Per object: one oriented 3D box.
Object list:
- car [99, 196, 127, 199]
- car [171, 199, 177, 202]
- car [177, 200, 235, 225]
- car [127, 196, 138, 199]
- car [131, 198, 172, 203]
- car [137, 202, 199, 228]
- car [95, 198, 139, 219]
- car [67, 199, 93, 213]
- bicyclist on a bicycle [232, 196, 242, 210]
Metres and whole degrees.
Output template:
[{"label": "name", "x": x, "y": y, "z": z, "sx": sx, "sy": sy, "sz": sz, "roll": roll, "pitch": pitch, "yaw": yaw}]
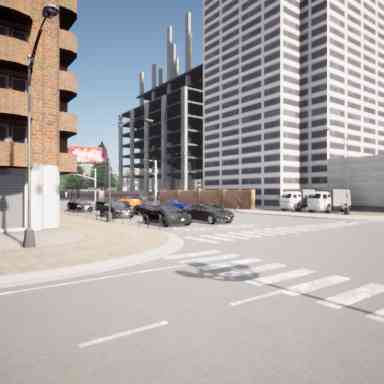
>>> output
[{"label": "car", "x": -10.127, "y": 1.407, "z": 40.543, "sx": 2.097, "sy": 1.767, "sz": 4.553, "roll": 0, "pitch": 0, "yaw": -36}, {"label": "car", "x": -2.067, "y": 1.532, "z": 35.770, "sx": 1.882, "sy": 1.535, "sz": 5.008, "roll": 0, "pitch": 0, "yaw": -36}, {"label": "car", "x": 1.138, "y": 1.560, "z": 25.135, "sx": 1.837, "sy": 1.490, "sz": 4.892, "roll": 0, "pitch": 0, "yaw": -36}, {"label": "car", "x": -9.855, "y": 1.406, "z": 52.138, "sx": 2.097, "sy": 1.767, "sz": 4.553, "roll": 0, "pitch": 0, "yaw": -36}, {"label": "car", "x": -4.121, "y": 1.619, "z": 32.323, "sx": 1.994, "sy": 1.385, "sz": 4.181, "roll": 0, "pitch": 0, "yaw": -36}, {"label": "car", "x": -1.769, "y": 1.619, "z": 23.182, "sx": 1.994, "sy": 1.385, "sz": 4.181, "roll": 0, "pitch": 0, "yaw": -36}, {"label": "car", "x": -6.929, "y": 1.581, "z": 30.247, "sx": 1.812, "sy": 1.442, "sz": 4.674, "roll": 0, "pitch": 0, "yaw": -36}, {"label": "car", "x": -13.046, "y": 1.546, "z": 38.610, "sx": 2.128, "sy": 1.511, "sz": 4.902, "roll": 0, "pitch": 0, "yaw": -36}, {"label": "bicyclist on a bicycle", "x": 5.417, "y": 1.355, "z": 39.565, "sx": 1.656, "sy": 1.620, "sz": 0.582, "roll": 0, "pitch": 0, "yaw": -36}]
